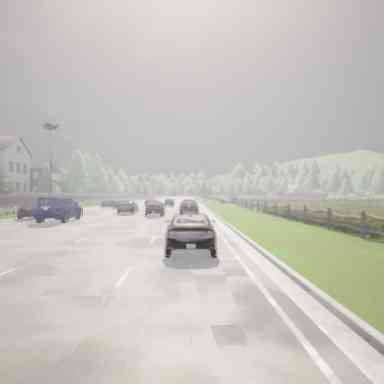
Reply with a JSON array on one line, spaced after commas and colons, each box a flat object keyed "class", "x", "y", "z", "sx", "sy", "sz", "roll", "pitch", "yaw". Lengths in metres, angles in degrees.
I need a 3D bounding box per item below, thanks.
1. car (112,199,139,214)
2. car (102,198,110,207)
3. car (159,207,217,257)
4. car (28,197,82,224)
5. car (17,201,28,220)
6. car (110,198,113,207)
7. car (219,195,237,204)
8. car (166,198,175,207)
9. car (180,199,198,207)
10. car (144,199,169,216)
[{"class": "car", "x": -7.346, "y": 1.732, "z": 38.336, "sx": 2.128, "sy": 1.511, "sz": 4.902, "roll": 0, "pitch": -1, "yaw": -1}, {"class": "car", "x": -14.595, "y": 1.867, "z": 58.919, "sx": 2.128, "sy": 1.511, "sz": 4.902, "roll": 0, "pitch": -1, "yaw": -1}, {"class": "car", "x": -0.059, "y": 1.575, "z": 13.359, "sx": 2.128, "sy": 1.511, "sz": 4.902, "roll": 0, "pitch": 0, "yaw": -1}, {"class": "car", "x": -10.710, "y": 1.397, "z": 26.931, "sx": 2.150, "sy": 2.045, "sz": 5.566, "roll": 0, "pitch": -1, "yaw": -1}, {"class": "car", "x": -14.260, "y": 1.560, "z": 31.044, "sx": 2.097, "sy": 1.767, "sz": 4.553, "roll": 0, "pitch": 0, "yaw": -1}, {"class": "car", "x": -11.019, "y": 1.825, "z": 52.663, "sx": 2.128, "sy": 1.511, "sz": 4.902, "roll": 0, "pitch": -1, "yaw": -1}, {"class": "car", "x": 8.053, "y": 1.649, "z": 73.556, "sx": 3.866, "sy": 1.878, "sz": 1.905, "roll": 0, "pitch": 0, "yaw": -1}, {"class": "car", "x": -4.104, "y": 1.870, "z": 59.755, "sx": 1.837, "sy": 1.490, "sz": 4.892, "roll": 0, "pitch": -1, "yaw": -1}, {"class": "car", "x": -0.341, "y": 1.582, "z": 37.769, "sx": 2.097, "sy": 1.767, "sz": 4.553, "roll": 0, "pitch": 0, "yaw": -1}, {"class": "car", "x": -3.807, "y": 1.721, "z": 35.107, "sx": 1.837, "sy": 1.490, "sz": 4.892, "roll": 0, "pitch": -1, "yaw": -1}]
